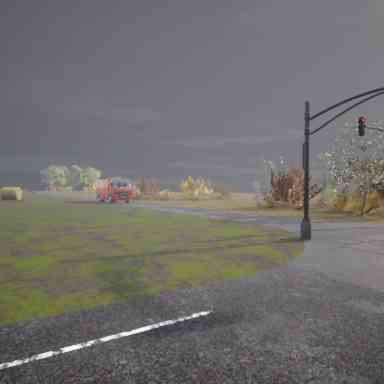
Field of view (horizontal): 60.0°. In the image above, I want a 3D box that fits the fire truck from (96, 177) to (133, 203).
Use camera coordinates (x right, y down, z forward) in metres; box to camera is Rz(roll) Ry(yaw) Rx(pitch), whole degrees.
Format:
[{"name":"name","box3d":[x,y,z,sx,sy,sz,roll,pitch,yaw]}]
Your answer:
[{"name":"fire truck","box3d":[-11.796,-0.361,50.011,2.891,3.827,8.468,1,0,-32]}]
